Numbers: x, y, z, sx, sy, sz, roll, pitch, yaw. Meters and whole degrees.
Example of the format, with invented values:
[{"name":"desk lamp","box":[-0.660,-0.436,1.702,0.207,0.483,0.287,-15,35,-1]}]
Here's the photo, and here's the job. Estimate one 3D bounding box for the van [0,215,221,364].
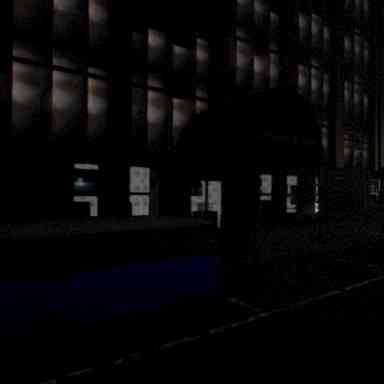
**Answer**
[{"name":"van","box":[-1.389,1.333,5.553,3.998,1.788,1.690,0,1,-35]}]
